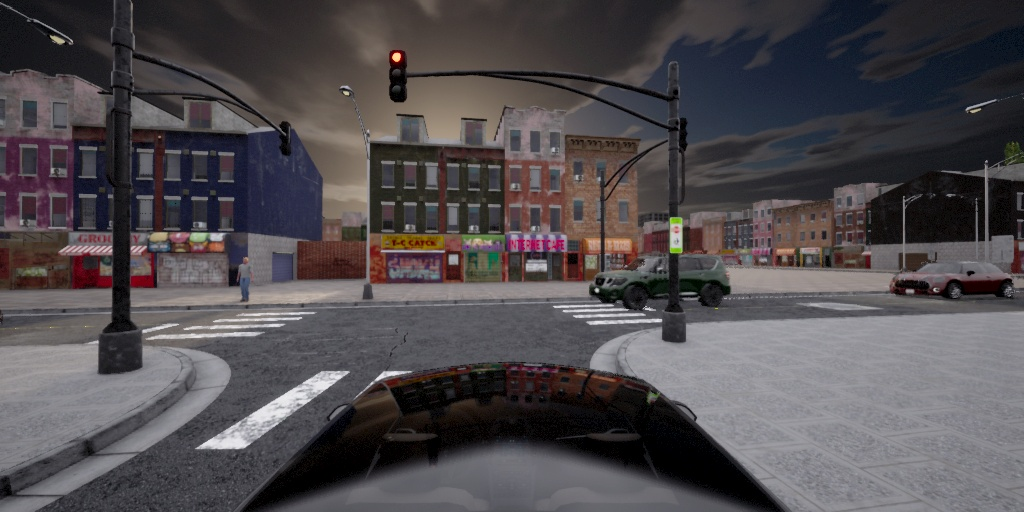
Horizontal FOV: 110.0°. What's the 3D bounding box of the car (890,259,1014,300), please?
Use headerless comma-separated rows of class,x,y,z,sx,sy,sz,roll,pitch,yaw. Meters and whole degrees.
car,20.682,1.053,16.975,4.553,1.767,2.097,0,0,-9

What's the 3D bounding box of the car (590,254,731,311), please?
car,5.944,0.960,14.386,5.566,2.045,2.150,0,0,-14

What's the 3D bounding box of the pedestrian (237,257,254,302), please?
pedestrian,-11.107,0.945,14.948,0.375,1.860,0.375,0,0,-9

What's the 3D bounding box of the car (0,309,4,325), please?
car,-15.411,1.277,8.354,4.902,1.511,2.128,0,0,-8
